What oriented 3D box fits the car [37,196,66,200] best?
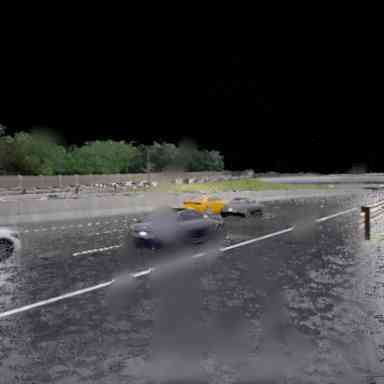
[{"bbox_3d":[-13.280,1.086,30.627,1.812,1.442,4.674,0,1,36],"label":"car"}]

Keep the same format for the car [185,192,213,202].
[{"bbox_3d":[1.168,0.700,50.565,1.895,1.301,4.718,0,1,36],"label":"car"}]

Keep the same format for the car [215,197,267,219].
[{"bbox_3d":[3.782,1.116,24.010,1.994,1.385,4.181,0,1,36],"label":"car"}]

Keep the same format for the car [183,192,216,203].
[{"bbox_3d":[1.285,1.005,26.528,1.882,1.535,5.008,0,1,36],"label":"car"}]

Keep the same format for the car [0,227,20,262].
[{"bbox_3d":[-7.169,1.337,8.947,1.812,1.442,4.674,0,1,36],"label":"car"}]

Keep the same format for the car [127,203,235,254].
[{"bbox_3d":[-0.405,1.307,12.453,1.994,1.385,4.181,0,1,36],"label":"car"}]
